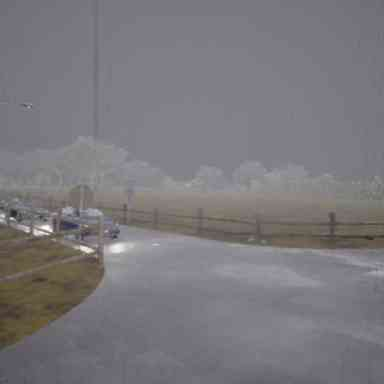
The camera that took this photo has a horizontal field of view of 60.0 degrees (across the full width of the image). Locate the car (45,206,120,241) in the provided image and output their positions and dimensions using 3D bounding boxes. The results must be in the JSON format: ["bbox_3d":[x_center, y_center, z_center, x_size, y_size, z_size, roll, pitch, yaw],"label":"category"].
[{"bbox_3d":[-5.205,1.390,15.978,1.812,1.442,4.674,3,-1,-41],"label":"car"}]

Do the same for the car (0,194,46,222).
[{"bbox_3d":[-11.372,1.202,22.833,2.128,1.511,4.902,3,-1,-42],"label":"car"}]
